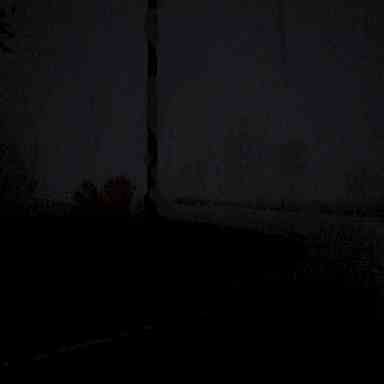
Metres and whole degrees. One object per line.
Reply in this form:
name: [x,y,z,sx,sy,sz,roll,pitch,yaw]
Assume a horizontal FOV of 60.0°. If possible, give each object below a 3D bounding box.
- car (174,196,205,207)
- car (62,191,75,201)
car: [-0.419,1.175,42.122,1.895,1.301,4.718,-1,1,-35]
car: [-22.151,0.674,60.761,2.097,1.767,4.553,-1,1,-35]
